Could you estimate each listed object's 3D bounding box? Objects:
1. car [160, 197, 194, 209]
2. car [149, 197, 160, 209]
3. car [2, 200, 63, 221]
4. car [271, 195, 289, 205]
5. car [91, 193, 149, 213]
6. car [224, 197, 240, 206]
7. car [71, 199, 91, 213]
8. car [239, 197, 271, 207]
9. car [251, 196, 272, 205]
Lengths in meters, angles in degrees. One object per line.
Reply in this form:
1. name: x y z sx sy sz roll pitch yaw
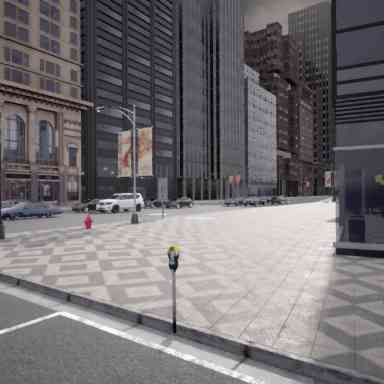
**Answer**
1. car: -1.655 1.426 44.369 1.837 1.490 4.892 -1 0 35
2. car: -4.985 1.454 45.292 1.837 1.490 4.892 -1 0 35
3. car: -13.500 1.517 27.616 2.033 1.411 5.357 -1 0 35
4. car: 14.913 1.344 56.412 1.837 1.490 4.892 -1 0 35
5. car: -7.626 1.166 35.938 2.150 2.045 5.566 -1 0 35
6. car: 6.774 1.424 50.420 2.033 1.411 5.357 -1 0 36
7. car: -10.987 1.477 36.807 1.837 1.490 4.892 -1 0 35
8. car: 9.188 1.453 48.209 1.895 1.301 4.718 -1 0 36
9. car: 12.275 1.465 58.311 1.895 1.301 4.718 -1 0 35
